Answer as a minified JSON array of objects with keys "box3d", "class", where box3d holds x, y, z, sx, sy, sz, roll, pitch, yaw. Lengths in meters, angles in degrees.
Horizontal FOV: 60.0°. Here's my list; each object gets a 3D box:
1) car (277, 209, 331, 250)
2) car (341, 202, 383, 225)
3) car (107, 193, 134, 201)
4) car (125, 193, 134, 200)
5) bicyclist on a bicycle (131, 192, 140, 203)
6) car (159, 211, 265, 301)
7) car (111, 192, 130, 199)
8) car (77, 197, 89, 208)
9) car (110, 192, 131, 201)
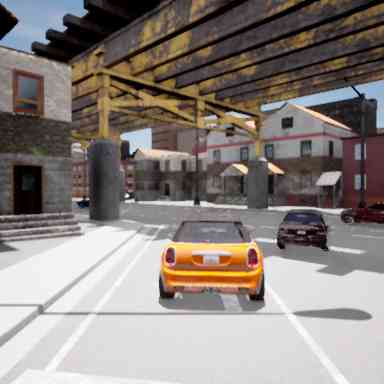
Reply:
[{"box3d":[4.693,1.422,13.777,2.033,1.411,5.357,0,0,21],"class":"car"},{"box3d":[11.528,1.343,20.154,1.812,1.442,4.674,-1,1,-45],"class":"car"},{"box3d":[-13.481,0.892,62.557,4.974,1.542,2.038,0,1,-15],"class":"car"},{"box3d":[-13.431,0.734,62.569,4.536,1.218,1.853,0,1,-15],"class":"car"},{"box3d":[-8.638,0.847,50.799,1.656,1.620,0.582,-1,1,-45],"class":"bicyclist on a bicycle"},{"box3d":[0.519,1.276,8.387,2.097,1.767,4.553,0,1,4],"class":"car"},{"box3d":[-14.154,0.701,66.273,1.853,1.218,4.536,0,1,15],"class":"car"},{"box3d":[-11.171,1.262,37.779,1.895,1.301,4.718,-1,1,-45],"class":"car"},{"box3d":[-14.167,0.859,66.224,2.038,1.542,4.974,0,1,15],"class":"car"}]
